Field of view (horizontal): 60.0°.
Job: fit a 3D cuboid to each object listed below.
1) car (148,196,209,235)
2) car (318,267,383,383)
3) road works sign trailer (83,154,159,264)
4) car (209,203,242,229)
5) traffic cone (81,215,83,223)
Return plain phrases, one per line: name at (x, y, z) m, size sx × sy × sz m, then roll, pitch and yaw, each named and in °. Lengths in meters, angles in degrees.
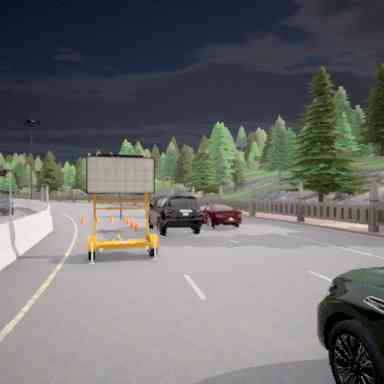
car at (-1.141, 1.218, 19.052) m, size 2.150 × 2.045 × 5.566 m, roll 0°, pitch 0°, yaw -18°
car at (2.969, 1.218, 1.859) m, size 2.150 × 2.045 × 5.566 m, roll 0°, pitch 0°, yaw -9°
road works sign trailer at (-2.563, 0.464, 11.988) m, size 2.380 × 3.560 × 2.880 m, roll 0°, pitch 0°, yaw -17°
car at (1.515, 1.477, 22.019) m, size 1.882 × 1.535 × 5.008 m, roll 0°, pitch 0°, yaw -19°
traffic cone at (-7.859, 1.955, 23.957) m, size 0.340 × 0.580 × 0.340 m, roll 0°, pitch 0°, yaw -17°
